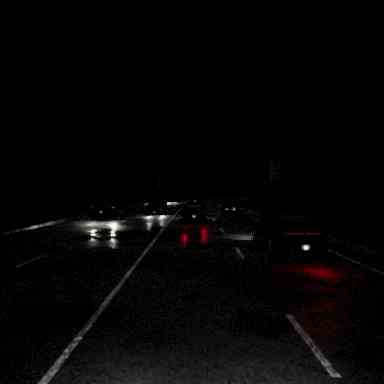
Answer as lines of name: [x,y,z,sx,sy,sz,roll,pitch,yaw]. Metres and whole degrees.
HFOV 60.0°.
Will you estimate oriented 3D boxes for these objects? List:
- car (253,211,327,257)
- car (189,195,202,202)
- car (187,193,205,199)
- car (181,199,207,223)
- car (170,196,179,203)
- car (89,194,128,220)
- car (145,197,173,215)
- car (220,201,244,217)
car: [3.610,1.497,12.950,1.837,1.490,4.892,0,0,0]
car: [0.825,1.345,75.276,2.128,1.511,4.902,0,0,12]
car: [0.522,1.195,43.087,2.150,2.045,5.566,0,0,2]
car: [0.151,1.510,25.433,1.812,1.442,4.674,0,0,0]
car: [-3.995,1.500,69.071,1.994,1.385,4.181,0,0,10]
car: [-7.033,1.203,28.599,2.150,2.045,5.566,0,0,1]
car: [-3.467,1.525,33.799,2.033,1.411,5.357,0,0,1]
car: [3.686,1.528,31.291,2.033,1.411,5.357,0,0,1]
